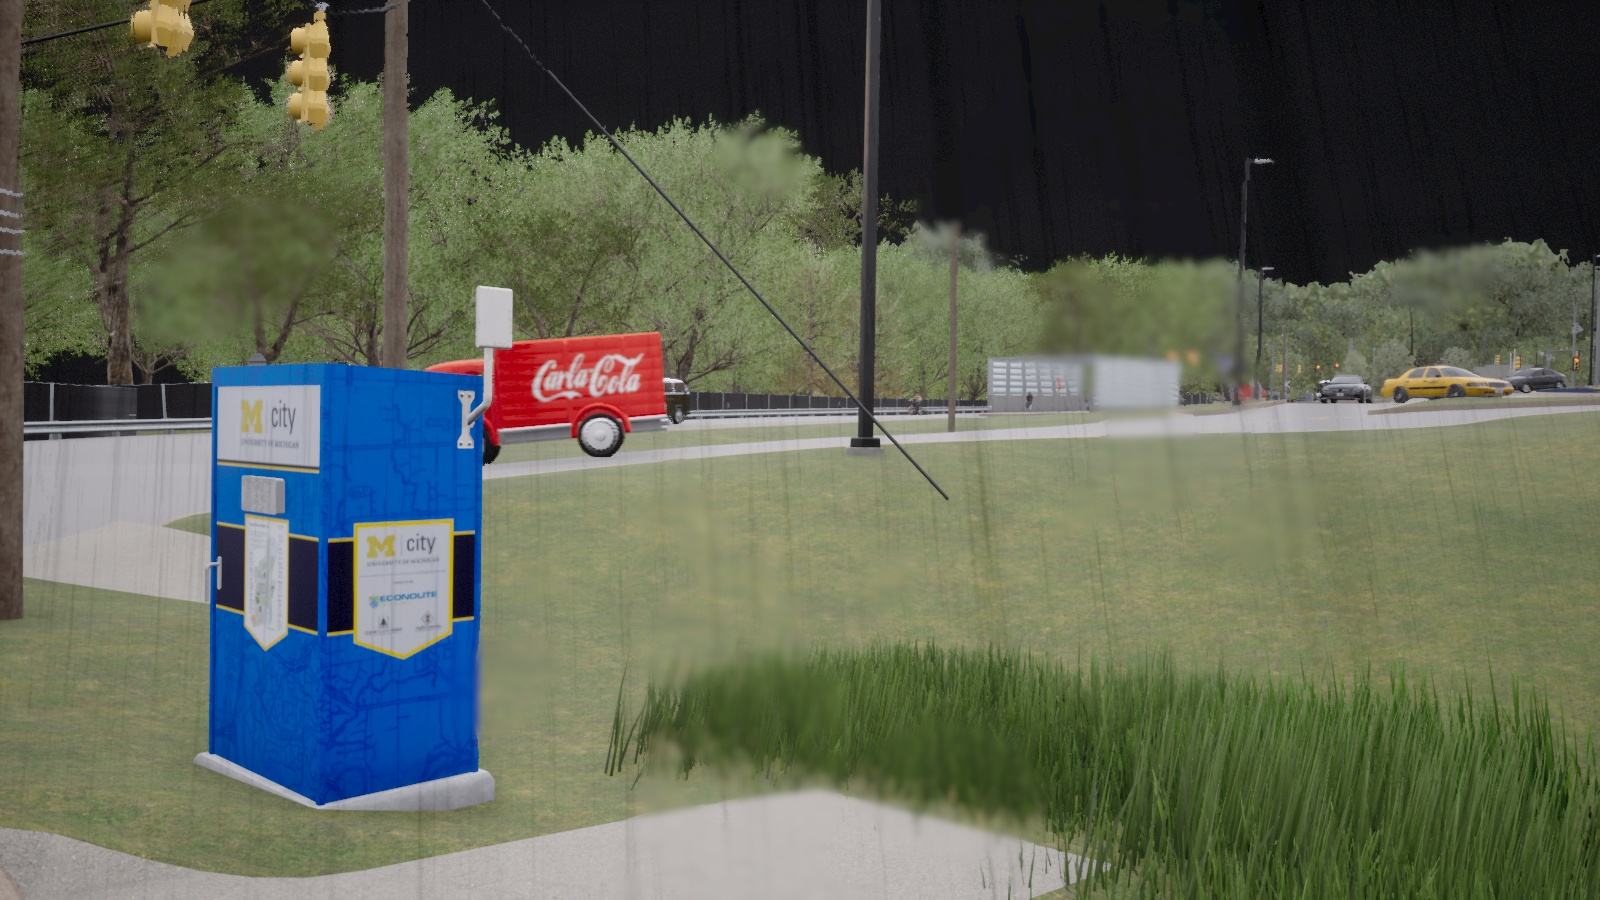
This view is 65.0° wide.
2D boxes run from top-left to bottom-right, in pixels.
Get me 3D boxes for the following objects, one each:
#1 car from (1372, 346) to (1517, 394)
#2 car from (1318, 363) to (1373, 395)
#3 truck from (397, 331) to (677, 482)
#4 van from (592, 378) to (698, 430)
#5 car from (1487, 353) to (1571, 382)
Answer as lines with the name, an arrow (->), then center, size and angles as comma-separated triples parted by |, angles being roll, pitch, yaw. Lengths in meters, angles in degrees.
car -> 23.973, -2.945, 46.971 | 1.801, 1.575, 5.366 | 0, 1, -13
car -> 26.146, -3.363, 60.123 | 1.812, 1.442, 4.674 | 1, 3, 31
truck -> -5.316, -0.907, 26.141 | 5.204, 2.467, 2.627 | -6, 2, -6
van -> -6.299, -1.917, 51.588 | 2.069, 2.038, 4.480 | 1, 3, 28
car -> 45.322, -5.116, 78.085 | 4.892, 1.490, 1.837 | -4, 3, -21
